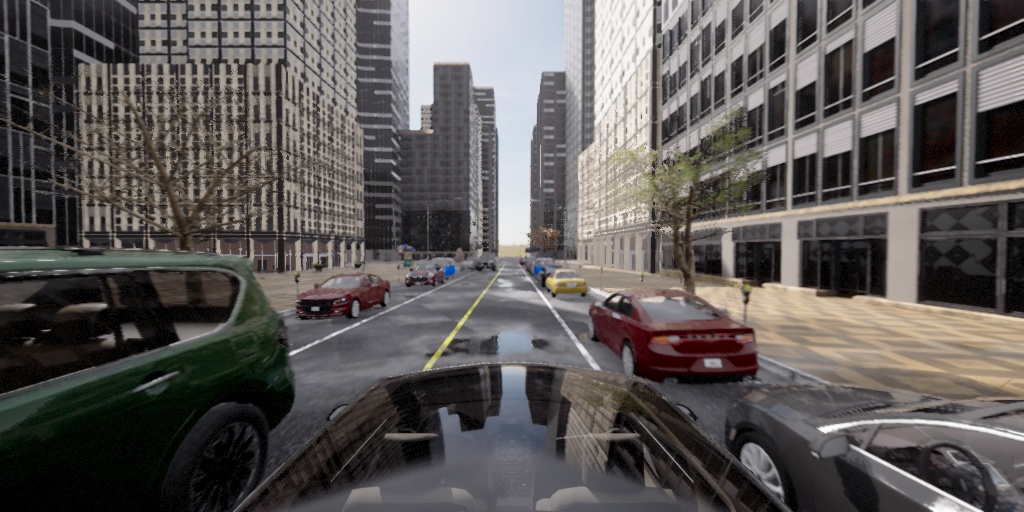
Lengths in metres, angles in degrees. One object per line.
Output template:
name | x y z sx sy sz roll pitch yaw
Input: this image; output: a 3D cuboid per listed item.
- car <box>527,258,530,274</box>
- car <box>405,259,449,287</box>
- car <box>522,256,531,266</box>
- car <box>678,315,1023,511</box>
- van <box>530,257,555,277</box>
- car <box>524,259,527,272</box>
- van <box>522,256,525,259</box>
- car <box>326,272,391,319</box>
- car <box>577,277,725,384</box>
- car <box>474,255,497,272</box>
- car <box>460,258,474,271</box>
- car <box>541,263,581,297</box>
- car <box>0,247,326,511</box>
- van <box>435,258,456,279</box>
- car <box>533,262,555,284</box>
car | 2.686 1.234 35.307 1.751 1.417 4.829 0 0 0
car | -5.694 1.163 23.886 1.967 1.591 4.097 0 0 0
car | 2.684 1.134 46.389 1.967 1.591 4.097 0 0 0
car | 2.691 1.301 1.386 2.007 1.370 4.403 0 0 0
van | 2.687 1.057 29.513 1.690 1.789 3.998 0 0 0
car | 2.685 1.283 40.763 1.802 1.307 4.207 0 0 0
van | 2.683 1.028 52.014 1.690 1.789 3.998 0 0 0
car | -5.693 1.282 12.635 1.888 1.381 4.507 0 0 0
car | 2.690 1.289 7.012 1.888 1.381 4.507 0 0 0
car | -3.081 0.921 44.620 2.150 2.045 5.566 0 0 0
car | -5.698 1.245 46.387 2.007 1.370 4.403 0 0 0
car | 2.688 1.255 18.432 1.751 1.417 4.829 0 0 0
car | -3.100 0.972 1.065 2.150 2.045 5.566 0 0 0
van | -5.695 1.057 29.511 1.690 1.789 3.998 0 0 0
car | 2.687 1.289 23.887 1.948 1.339 4.313 0 0 0
